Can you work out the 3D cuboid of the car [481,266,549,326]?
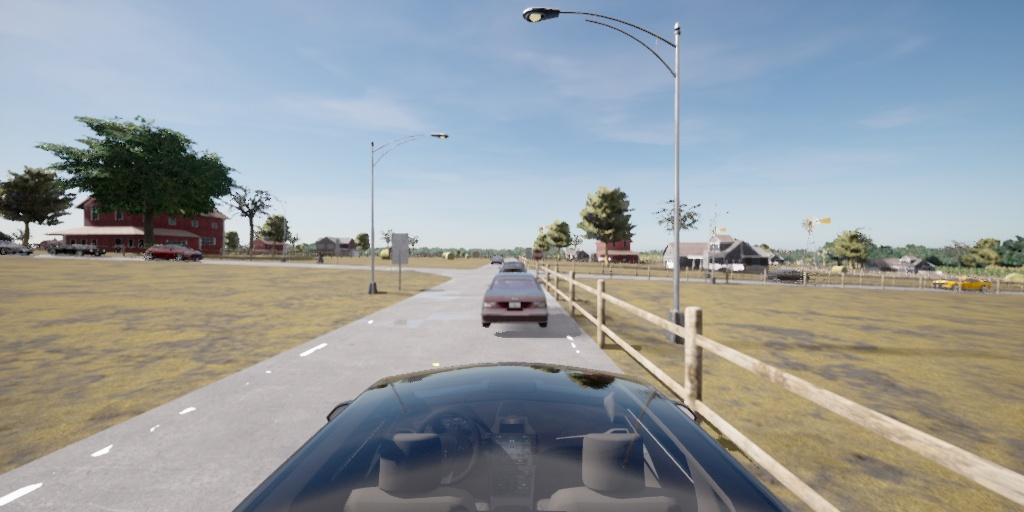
[{"bbox_3d":[0.082,1.224,11.250,2.033,1.411,5.357,0,0,0],"label":"car"}]

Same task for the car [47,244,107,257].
[{"bbox_3d":[-47.531,-0.606,39.173,4.718,1.301,1.895,2,0,0],"label":"car"}]

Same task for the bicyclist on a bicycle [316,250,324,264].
[{"bbox_3d":[-22.629,0.134,42.300,0.582,1.620,1.656,2,0,0],"label":"bicyclist on a bicycle"}]

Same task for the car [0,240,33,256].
[{"bbox_3d":[-51.825,-0.807,36.363,4.902,1.511,2.128,2,0,0],"label":"car"}]

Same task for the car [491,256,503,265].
[{"bbox_3d":[-2.800,0.906,64.660,2.033,1.411,5.357,0,0,1],"label":"car"}]

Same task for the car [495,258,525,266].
[{"bbox_3d":[0.111,1.100,23.833,1.837,1.490,4.892,0,0,2],"label":"car"}]

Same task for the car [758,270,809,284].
[{"bbox_3d":[29.713,2.234,39.353,4.892,1.490,1.837,2,0,0],"label":"car"}]

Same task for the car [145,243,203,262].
[{"bbox_3d":[-34.090,-0.363,36.301,4.553,1.767,2.097,2,0,0],"label":"car"}]

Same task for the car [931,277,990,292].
[{"bbox_3d":[49.106,3.045,39.294,5.008,1.535,1.882,2,0,0],"label":"car"}]
